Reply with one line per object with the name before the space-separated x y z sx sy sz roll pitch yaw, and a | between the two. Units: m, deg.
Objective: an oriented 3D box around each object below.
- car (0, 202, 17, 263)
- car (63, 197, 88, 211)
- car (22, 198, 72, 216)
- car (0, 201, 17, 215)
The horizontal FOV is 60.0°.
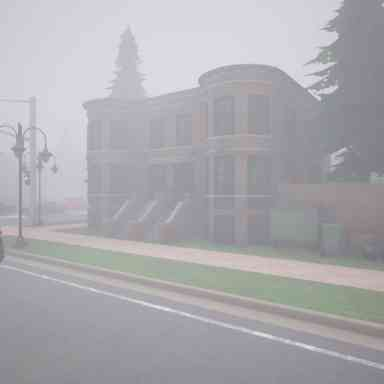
car | -7.366 1.221 9.223 5.566 2.045 2.150 0 0 36
car | -14.678 1.352 39.326 2.097 1.767 4.553 0 0 33
car | -14.647 1.564 33.089 1.994 1.385 4.181 0 0 34
car | -19.670 1.601 31.951 1.895 1.301 4.718 0 0 35
